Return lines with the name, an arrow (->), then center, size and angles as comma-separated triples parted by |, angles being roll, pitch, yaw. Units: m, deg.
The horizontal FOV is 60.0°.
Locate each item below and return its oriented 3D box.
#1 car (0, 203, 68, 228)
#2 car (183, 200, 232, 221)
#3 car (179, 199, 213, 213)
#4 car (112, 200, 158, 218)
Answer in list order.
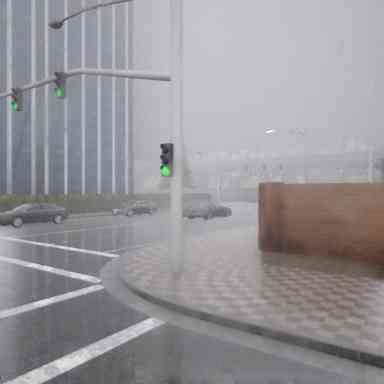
car -> -10.979, 1.533, 22.917 | 1.837, 1.490, 4.892 | 0, 0, 35
car -> 1.378, 1.566, 27.878 | 2.033, 1.411, 5.357 | 0, 0, 35
car -> 0.508, 1.592, 39.050 | 1.994, 1.385, 4.181 | 0, 0, 35
car -> -5.269, 1.520, 30.946 | 2.128, 1.511, 4.902 | 0, 0, 35
